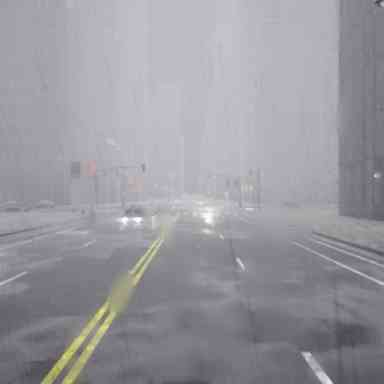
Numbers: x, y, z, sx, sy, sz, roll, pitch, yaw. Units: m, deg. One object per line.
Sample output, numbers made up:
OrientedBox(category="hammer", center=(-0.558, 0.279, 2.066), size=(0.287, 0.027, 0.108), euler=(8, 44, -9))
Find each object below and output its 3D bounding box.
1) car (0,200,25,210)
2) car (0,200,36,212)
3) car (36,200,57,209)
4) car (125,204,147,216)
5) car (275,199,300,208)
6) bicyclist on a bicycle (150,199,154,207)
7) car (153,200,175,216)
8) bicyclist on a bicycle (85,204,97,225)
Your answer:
OrientedBox(category="car", center=(-30.161, 2.075, 55.018), size=(4.097, 1.590, 1.967), euler=(0, 0, 0))
OrientedBox(category="car", center=(-24.732, 2.212, 46.498), size=(4.313, 1.339, 1.947), euler=(0, 0, 0))
OrientedBox(category="car", center=(-24.736, 2.055, 55.022), size=(4.097, 1.590, 1.967), euler=(0, 0, 0))
OrientedBox(category="car", center=(-6.502, 2.032, 38.599), size=(1.895, 1.301, 4.718), euler=(0, -1, 0))
OrientedBox(category="car", center=(16.676, 1.980, 58.154), size=(4.097, 1.590, 1.967), euler=(0, 0, 0))
OrientedBox(category="bicyclist on a bicycle", center=(-7.921, 2.155, 66.270), size=(0.866, 1.612, 1.509), euler=(4, 0, 10))
OrientedBox(category="car", center=(-3.253, 1.953, 38.483), size=(1.812, 1.442, 4.674), euler=(0, -1, 0))
OrientedBox(category="bicyclist on a bicycle", center=(-7.913, 1.734, 26.255), size=(0.866, 1.612, 1.509), euler=(4, 0, 10))
